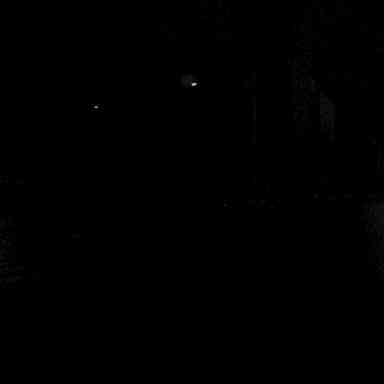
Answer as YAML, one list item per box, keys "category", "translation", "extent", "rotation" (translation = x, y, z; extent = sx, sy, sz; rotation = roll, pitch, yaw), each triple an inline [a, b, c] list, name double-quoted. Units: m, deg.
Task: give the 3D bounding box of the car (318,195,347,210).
- category: "car"
  translation: [17.193, 1.377, 40.763]
  extent: [1.887, 1.381, 4.507]
  rotation: [0, 0, 35]

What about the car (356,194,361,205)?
- category: "car"
  translation: [23.614, 1.378, 50.034]
  extent: [1.947, 1.339, 4.313]
  rotation: [0, 0, 35]

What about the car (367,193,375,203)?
- category: "car"
  translation: [33.244, 1.100, 63.943]
  extent: [2.192, 1.841, 5.009]
  rotation: [0, 0, 35]

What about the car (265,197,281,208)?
- category: "car"
  translation: [10.092, 1.426, 45.481]
  extent: [1.752, 1.417, 4.829]
  rotation: [0, 0, 35]

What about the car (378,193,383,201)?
- category: "car"
  translation: [42.875, 1.359, 77.848]
  extent: [1.802, 1.307, 4.206]
  rotation: [-1, 0, 35]

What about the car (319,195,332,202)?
- category: "car"
  translation: [29.453, 1.427, 73.439]
  extent: [1.802, 1.307, 4.206]
  rotation: [0, 0, 35]

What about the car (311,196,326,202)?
- category: "car"
  translation: [26.243, 1.418, 68.804]
  extent: [1.947, 1.339, 4.313]
  rotation: [0, 0, 35]

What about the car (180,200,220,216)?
- category: "car"
  translation: [0.557, 1.524, 31.713]
  extent: [1.802, 1.307, 4.206]
  rotation: [0, 0, 35]

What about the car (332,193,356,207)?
- category: "car"
  translation: [20.403, 1.137, 45.400]
  extent: [2.192, 1.841, 5.009]
  rotation: [0, 0, 35]

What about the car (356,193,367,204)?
- category: "car"
  translation: [26.823, 1.118, 54.671]
  extent: [2.192, 1.841, 5.009]
  rotation: [0, 0, 35]

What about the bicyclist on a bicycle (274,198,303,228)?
- category: "bicyclist on a bicycle"
  translation: [5.304, 1.177, 18.392]
  extent: [1.656, 1.620, 0.582]
  rotation: [-1, 0, 35]

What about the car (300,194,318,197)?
- category: "car"
  translation: [15.129, 1.342, 42.295]
  extent: [2.128, 1.511, 4.902]
  rotation: [-1, 0, 35]

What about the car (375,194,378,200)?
- category: "car"
  translation: [36.552, 1.303, 68.717]
  extent: [1.752, 1.417, 4.829]
  rotation: [-1, 0, 35]

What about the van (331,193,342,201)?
- category: "van"
  translation: [35.872, 1.186, 82.713]
  extent: [1.690, 1.788, 3.998]
  rotation: [-1, 0, 35]

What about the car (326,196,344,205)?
- category: "car"
  translation: [23.194, 1.354, 53.943]
  extent: [1.812, 1.442, 4.674]
  rotation: [-1, 0, 35]

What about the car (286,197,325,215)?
- category: "car"
  translation: [10.773, 1.424, 31.491]
  extent: [1.947, 1.339, 4.313]
  rotation: [0, 0, 35]

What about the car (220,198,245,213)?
- category: "car"
  translation: [3.766, 1.366, 36.348]
  extent: [1.967, 1.590, 4.097]
  rotation: [0, 0, 35]

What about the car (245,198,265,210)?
- category: "car"
  translation: [6.978, 1.494, 40.985]
  extent: [1.802, 1.307, 4.206]
  rotation: [0, 0, 35]

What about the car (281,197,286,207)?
- category: "car"
  translation: [13.399, 1.455, 50.258]
  extent: [1.947, 1.339, 4.313]
  rotation: [0, 0, 35]
